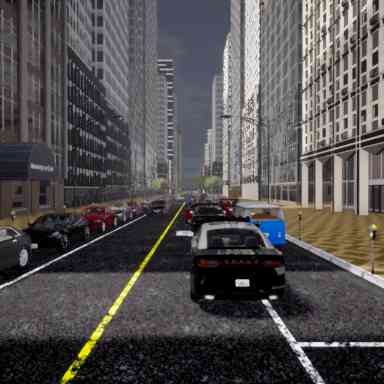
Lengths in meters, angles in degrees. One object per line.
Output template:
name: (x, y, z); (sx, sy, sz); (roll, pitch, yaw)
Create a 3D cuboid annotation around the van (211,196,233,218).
van: (2.696, 1.334, 31.127); (1.690, 1.788, 3.998); (-1, 0, 0)

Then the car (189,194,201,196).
car: (0.030, 1.337, 59.406); (2.097, 1.767, 4.553); (0, 0, 0)

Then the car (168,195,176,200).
car: (-5.650, 1.540, 93.651); (1.947, 1.339, 4.313); (-1, 0, 0)

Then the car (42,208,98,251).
car: (-5.691, 1.563, 14.080); (1.947, 1.339, 4.313); (-1, 0, 0)

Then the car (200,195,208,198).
car: (2.710, 1.538, 53.861); (2.008, 1.369, 4.403); (-1, 0, 0)

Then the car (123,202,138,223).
car: (-5.686, 1.545, 25.447); (2.008, 1.369, 4.403); (-1, 0, 0)

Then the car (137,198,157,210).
car: (-5.677, 1.541, 42.498); (2.008, 1.369, 4.403); (-1, 0, 0)

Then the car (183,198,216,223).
car: (0.655, 1.472, 24.522); (1.882, 1.535, 5.008); (0, 0, 7)

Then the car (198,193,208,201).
car: (2.722, 1.293, 82.280); (2.192, 1.841, 5.009); (-1, 0, 0)

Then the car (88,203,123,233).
car: (-5.688, 1.540, 19.764); (1.887, 1.381, 4.507); (-1, 0, 0)

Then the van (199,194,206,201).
van: (2.725, 1.317, 87.963); (1.690, 1.788, 3.998); (-1, 0, 0)

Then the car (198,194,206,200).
car: (2.729, 1.414, 93.647); (1.967, 1.590, 4.097); (-1, 0, 0)

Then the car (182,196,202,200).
car: (0.039, 1.590, 46.005); (1.895, 1.301, 4.718); (0, 0, 1)

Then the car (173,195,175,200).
car: (-5.656, 1.504, 82.114); (1.752, 1.417, 4.829); (-1, 0, 0)

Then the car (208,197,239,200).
car: (2.693, 1.309, 25.443); (2.192, 1.841, 5.009); (-1, 0, 0)

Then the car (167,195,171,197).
car: (-5.665, 1.566, 65.232); (1.802, 1.307, 4.206); (-1, 0, 0)

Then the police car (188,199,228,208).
police car: (0.909, 1.421, 18.533); (1.930, 1.638, 5.238); (0, 0, 0)

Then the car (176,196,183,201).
car: (-2.958, 1.579, 83.438); (1.895, 1.301, 4.718); (0, 0, 0)

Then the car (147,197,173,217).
car: (-3.082, 1.497, 31.658); (1.837, 1.490, 4.892); (0, 0, 0)

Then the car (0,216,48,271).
car: (-5.694, 1.549, 8.396); (2.008, 1.369, 4.403); (-1, 0, 0)

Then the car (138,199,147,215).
car: (-5.682, 1.575, 31.131); (1.802, 1.307, 4.206); (-1, 0, 0)

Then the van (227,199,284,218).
van: (2.687, 1.338, 14.076); (1.690, 1.788, 3.998); (-1, 0, 0)

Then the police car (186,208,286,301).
police car: (0.903, 1.423, 8.532); (1.930, 1.638, 5.238); (0, 0, 0)

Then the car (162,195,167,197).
car: (-5.671, 1.538, 53.865); (2.008, 1.369, 4.403); (-1, 0, 0)

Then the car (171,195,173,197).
car: (-5.663, 1.422, 70.916); (1.967, 1.590, 4.097); (-1, 0, 0)
